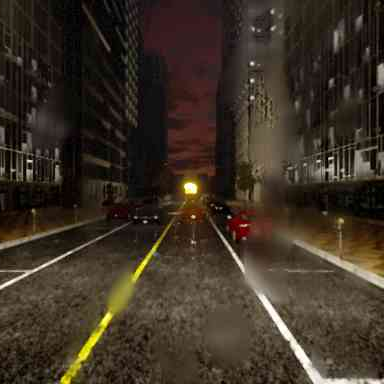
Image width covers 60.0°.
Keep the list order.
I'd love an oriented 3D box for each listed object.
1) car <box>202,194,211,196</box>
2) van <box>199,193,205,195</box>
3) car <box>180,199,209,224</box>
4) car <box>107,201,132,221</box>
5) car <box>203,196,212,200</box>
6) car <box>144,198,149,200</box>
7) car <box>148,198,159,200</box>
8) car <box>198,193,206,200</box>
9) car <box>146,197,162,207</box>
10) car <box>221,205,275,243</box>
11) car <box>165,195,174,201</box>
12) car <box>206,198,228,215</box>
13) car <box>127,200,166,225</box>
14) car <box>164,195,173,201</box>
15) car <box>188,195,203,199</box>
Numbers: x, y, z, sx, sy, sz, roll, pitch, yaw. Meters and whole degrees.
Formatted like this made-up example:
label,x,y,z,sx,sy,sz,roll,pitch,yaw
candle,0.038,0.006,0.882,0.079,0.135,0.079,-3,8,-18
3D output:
label,x,y,z,sx,sy,sz,roll,pitch,yaw
car,2.690,1.508,55.734,1.947,1.339,4.313,0,0,0
van,2.690,1.273,61.428,1.690,1.788,3.998,0,0,0
car,0.100,1.510,24.789,1.812,1.442,4.674,0,0,0
car,-5.690,1.527,27.279,1.887,1.381,4.507,0,0,0
car,2.690,1.526,44.350,1.947,1.339,4.313,0,0,0
car,-5.690,1.557,32.973,1.802,1.307,4.206,0,0,0
car,-5.690,1.505,44.358,1.887,1.381,4.507,0,0,0
car,2.690,1.185,89.887,2.192,1.841,5.009,0,0,0
car,-5.691,1.518,50.051,1.947,1.339,4.313,0,0,0
car,2.691,1.537,15.889,1.887,1.381,4.507,0,0,0
car,-5.692,1.435,84.207,2.008,1.369,4.403,0,0,0
car,2.690,1.541,32.966,1.947,1.339,4.313,0,0,0
car,-3.007,1.533,24.078,2.033,1.411,5.357,0,0,0
car,-5.692,1.423,78.343,1.752,1.417,4.829,0,0,0
car,0.098,1.469,41.765,1.837,1.490,4.892,0,0,0
